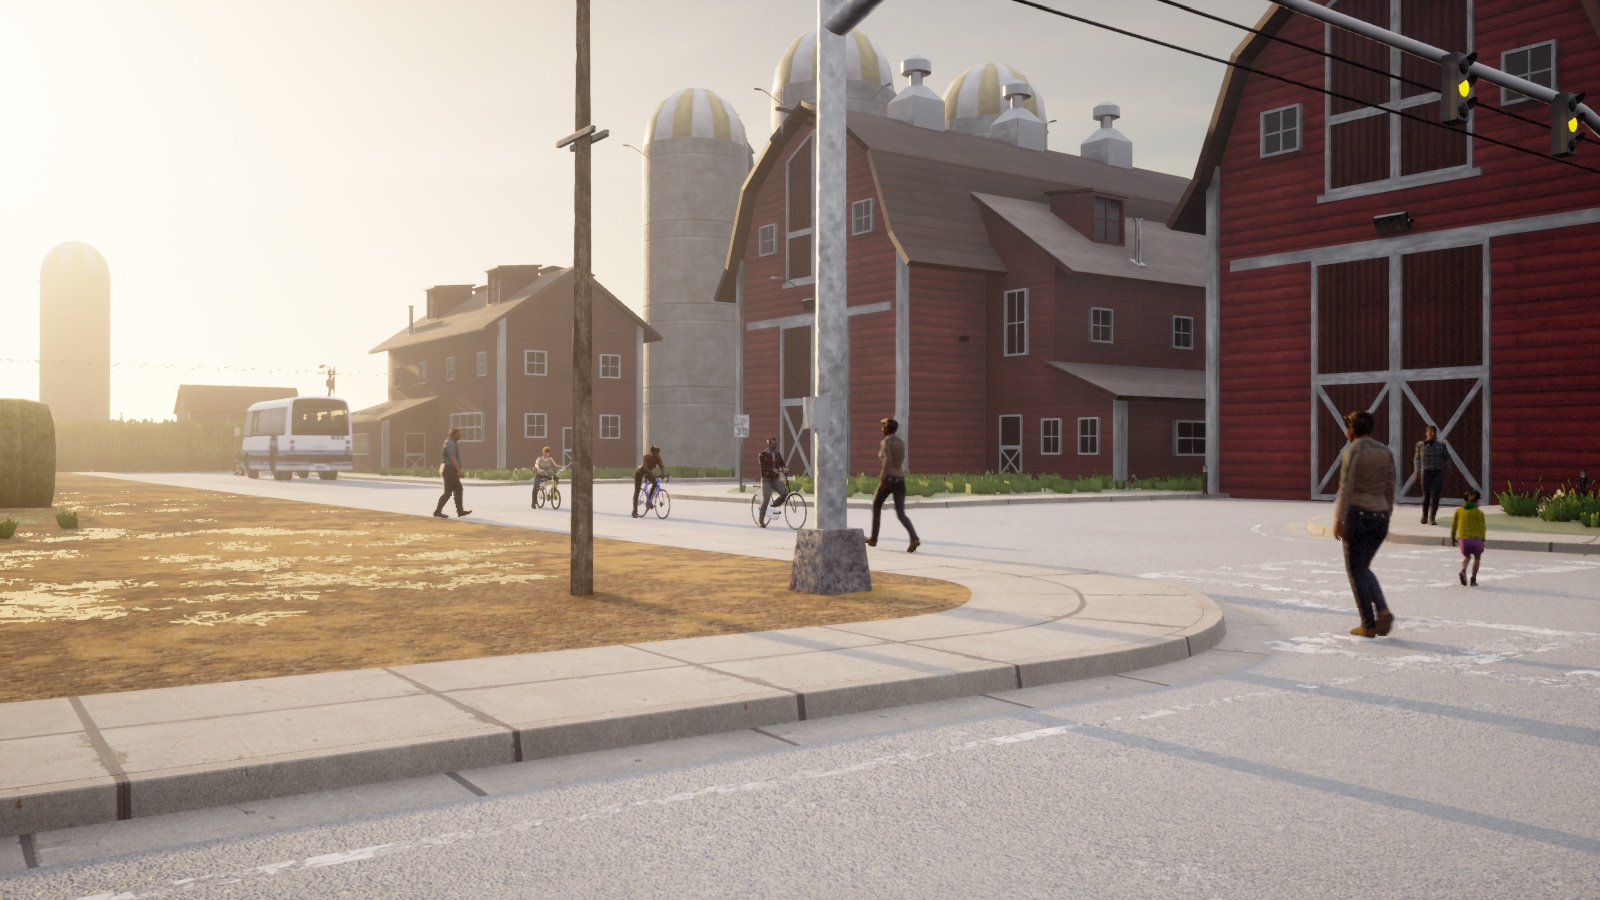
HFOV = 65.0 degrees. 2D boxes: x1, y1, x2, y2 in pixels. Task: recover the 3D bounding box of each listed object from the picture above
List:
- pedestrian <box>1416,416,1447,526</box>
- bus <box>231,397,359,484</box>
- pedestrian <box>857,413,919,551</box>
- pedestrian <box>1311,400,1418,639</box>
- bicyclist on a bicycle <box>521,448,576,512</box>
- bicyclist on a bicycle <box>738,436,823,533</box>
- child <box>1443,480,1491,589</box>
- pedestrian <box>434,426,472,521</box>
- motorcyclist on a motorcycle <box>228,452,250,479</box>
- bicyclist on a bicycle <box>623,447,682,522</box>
[{"bbox_3d":[11.393,0.371,22.655,0.423,1.949,0.788,0,0,21],"label":"pedestrian"},{"bbox_3d":[-27.039,-0.438,66.819,3.944,4.253,10.273,0,0,-36],"label":"bus"},{"bbox_3d":[1.177,0.419,16.897,0.328,1.805,0.869,0,0,-39],"label":"pedestrian"},{"bbox_3d":[4.461,0.527,9.962,0.328,1.805,0.869,0,0,-12],"label":"pedestrian"},{"bbox_3d":[-6.515,0.748,32.483,0.866,1.612,1.509,0,0,-36],"label":"bicyclist on a bicycle"},{"bbox_3d":[-0.399,0.641,24.027,0.659,1.776,1.843,-1,0,-36],"label":"bicyclist on a bicycle"},{"bbox_3d":[7.332,0.918,13.797,0.473,1.160,0.299,0,0,-39],"label":"child"},{"bbox_3d":[-6.860,0.455,24.806,0.694,1.848,0.540,0,0,-18],"label":"pedestrian"},{"bbox_3d":[-34.427,0.929,77.032,0.766,1.649,2.350,0,0,-36],"label":"motorcyclist on a motorcycle"},{"bbox_3d":[-3.312,0.746,28.056,0.582,1.620,1.656,0,0,-36],"label":"bicyclist on a bicycle"}]
